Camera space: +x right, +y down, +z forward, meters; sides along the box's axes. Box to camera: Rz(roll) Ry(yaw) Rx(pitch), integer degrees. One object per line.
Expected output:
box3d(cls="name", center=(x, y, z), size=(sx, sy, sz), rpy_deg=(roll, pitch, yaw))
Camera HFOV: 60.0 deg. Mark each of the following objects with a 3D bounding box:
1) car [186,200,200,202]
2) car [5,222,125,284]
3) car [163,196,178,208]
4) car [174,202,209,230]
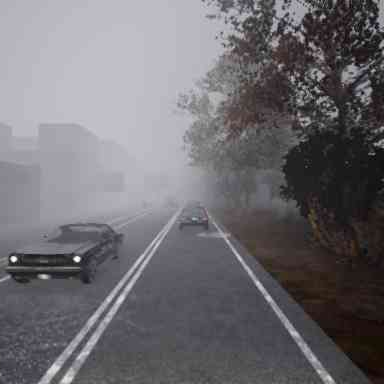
box3d(cls="car", center=(0.166, 1.657, 42.671), size=(1.994, 1.385, 4.181), rpy_deg=(0, 0, 0))
box3d(cls="car", center=(-3.343, 1.619, 9.737), size=(1.895, 1.301, 4.718), rpy_deg=(0, 0, 0))
box3d(cls="car", center=(-3.241, 1.460, 50.995), size=(2.097, 1.767, 4.553), rpy_deg=(0, 0, 0))
box3d(cls="car", center=(0.125, 1.595, 21.614), size=(2.033, 1.411, 5.357), rpy_deg=(0, 0, 0))
